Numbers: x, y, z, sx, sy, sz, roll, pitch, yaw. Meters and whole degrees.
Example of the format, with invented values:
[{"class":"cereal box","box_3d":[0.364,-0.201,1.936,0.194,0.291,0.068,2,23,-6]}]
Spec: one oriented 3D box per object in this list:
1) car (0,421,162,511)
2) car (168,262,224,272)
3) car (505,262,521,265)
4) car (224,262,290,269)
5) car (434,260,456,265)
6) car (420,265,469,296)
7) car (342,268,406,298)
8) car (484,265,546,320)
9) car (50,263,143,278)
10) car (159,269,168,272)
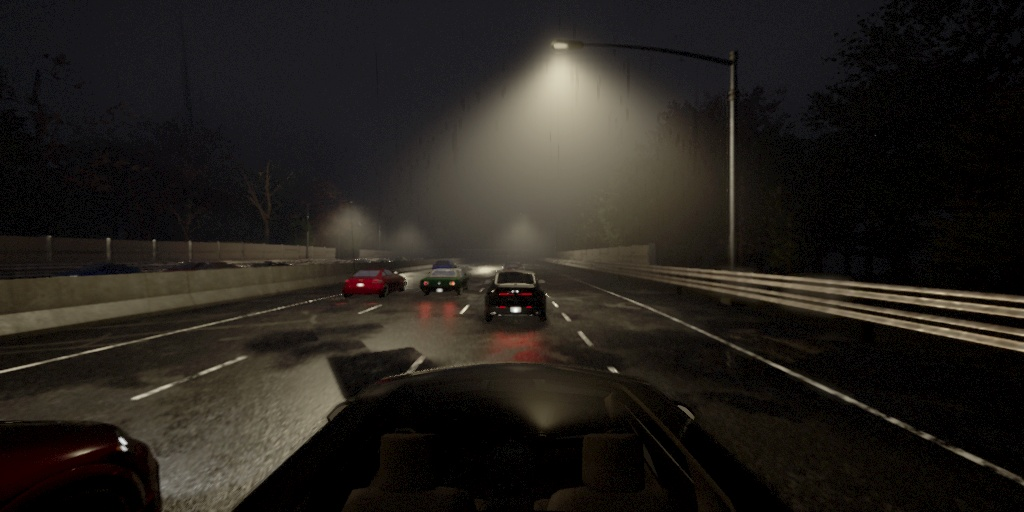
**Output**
[{"class":"car","box_3d":[-3.400,1.317,0.686,1.994,1.385,4.181,0,0,0]},{"class":"car","box_3d":[-21.089,1.227,25.419,1.812,1.442,4.674,0,0,0]},{"class":"car","box_3d":[0.109,1.239,30.920,2.033,1.411,5.357,0,0,0]},{"class":"car","box_3d":[-17.589,1.206,25.691,1.837,1.490,4.892,0,0,0]},{"class":"car","box_3d":[-6.888,1.161,36.931,1.882,1.535,5.008,0,0,0]},{"class":"car","box_3d":[-3.395,1.313,19.046,1.895,1.301,4.718,0,0,0]},{"class":"car","box_3d":[-6.895,1.278,18.328,1.994,1.385,4.181,0,0,0]},{"class":"car","box_3d":[0.104,1.231,12.397,1.837,1.490,4.892,0,0,0]},{"class":"car","box_3d":[-28.090,1.229,24.474,1.812,1.442,4.674,0,0,0]},{"class":"car","box_3d":[-24.587,1.224,27.537,1.812,1.442,4.674,0,0,0]}]
